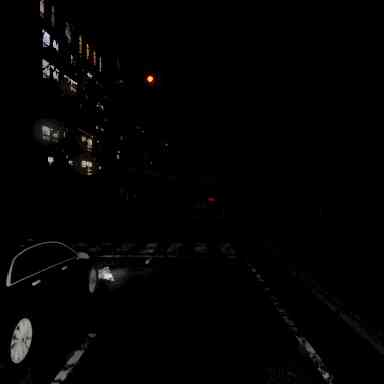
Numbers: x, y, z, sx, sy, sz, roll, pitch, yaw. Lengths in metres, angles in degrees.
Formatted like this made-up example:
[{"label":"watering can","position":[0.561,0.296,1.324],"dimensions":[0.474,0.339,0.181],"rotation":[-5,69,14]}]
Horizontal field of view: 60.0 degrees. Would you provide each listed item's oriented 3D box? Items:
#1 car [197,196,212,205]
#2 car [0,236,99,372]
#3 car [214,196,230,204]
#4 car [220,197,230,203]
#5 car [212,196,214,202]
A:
[{"label":"car","position":[2.212,1.735,64.687],"dimensions":[1.812,1.442,4.674],"rotation":[0,0,9]},{"label":"car","position":[-3.046,1.507,5.649],"dimensions":[1.837,1.490,4.892],"rotation":[0,0,1]},{"label":"car","position":[6.198,1.742,68.851],"dimensions":[1.837,1.490,4.892],"rotation":[0,0,10]},{"label":"car","position":[7.868,1.857,78.678],"dimensions":[1.994,1.385,4.181],"rotation":[0,0,12]},{"label":"car","position":[4.703,1.661,79.434],"dimensions":[2.097,1.767,4.553],"rotation":[0,0,12]}]
